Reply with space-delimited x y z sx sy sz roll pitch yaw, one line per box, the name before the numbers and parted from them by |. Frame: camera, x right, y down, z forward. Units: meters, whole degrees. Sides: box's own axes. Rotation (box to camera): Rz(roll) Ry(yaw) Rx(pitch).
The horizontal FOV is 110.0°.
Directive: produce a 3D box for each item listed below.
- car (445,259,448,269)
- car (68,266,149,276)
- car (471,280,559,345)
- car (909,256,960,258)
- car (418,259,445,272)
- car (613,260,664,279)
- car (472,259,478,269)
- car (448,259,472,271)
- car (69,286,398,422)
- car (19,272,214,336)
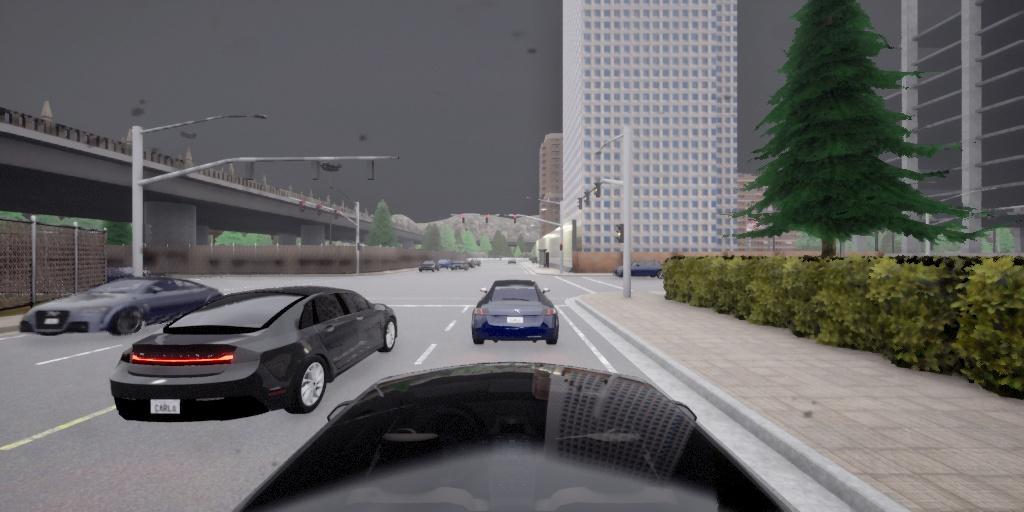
car | -10.587 1.227 55.863 1.882 1.535 5.008 0 0 0
car | -23.991 1.353 22.061 5.357 1.411 2.033 0 0 0
car | 0.079 1.314 9.544 1.994 1.385 4.181 0 0 0
car | 26.994 1.026 22.168 5.566 2.045 2.150 0 0 0
car | -10.592 1.297 46.413 2.033 1.411 5.357 0 0 0
car | 11.644 1.157 32.834 4.553 1.767 2.097 0 0 0
car | -7.082 1.351 57.920 1.895 1.301 4.718 0 0 0
car | -7.084 1.314 49.166 1.994 1.385 4.181 0 0 0
car | -3.440 1.255 6.001 1.837 1.490 4.892 0 0 0
car | -10.561 1.314 10.225 1.994 1.385 4.181 0 0 0
